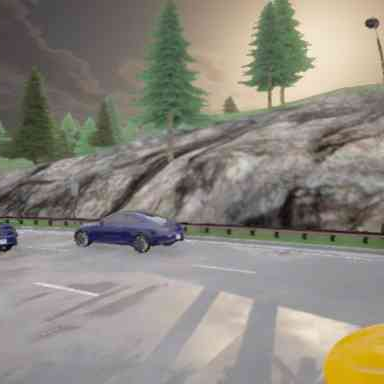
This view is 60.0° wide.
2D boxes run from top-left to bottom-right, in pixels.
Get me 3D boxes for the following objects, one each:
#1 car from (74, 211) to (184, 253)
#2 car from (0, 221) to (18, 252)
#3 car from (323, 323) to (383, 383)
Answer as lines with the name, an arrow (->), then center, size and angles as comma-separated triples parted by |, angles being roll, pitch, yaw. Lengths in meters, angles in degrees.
car -> -2.549, 1.472, 13.247 | 4.674, 1.442, 1.812 | 0, 0, 28
car -> -8.466, 1.519, 12.153 | 4.674, 1.442, 1.812 | 0, 0, 24
car -> 3.228, 1.444, 1.534 | 5.008, 1.535, 1.882 | 0, 0, 37
